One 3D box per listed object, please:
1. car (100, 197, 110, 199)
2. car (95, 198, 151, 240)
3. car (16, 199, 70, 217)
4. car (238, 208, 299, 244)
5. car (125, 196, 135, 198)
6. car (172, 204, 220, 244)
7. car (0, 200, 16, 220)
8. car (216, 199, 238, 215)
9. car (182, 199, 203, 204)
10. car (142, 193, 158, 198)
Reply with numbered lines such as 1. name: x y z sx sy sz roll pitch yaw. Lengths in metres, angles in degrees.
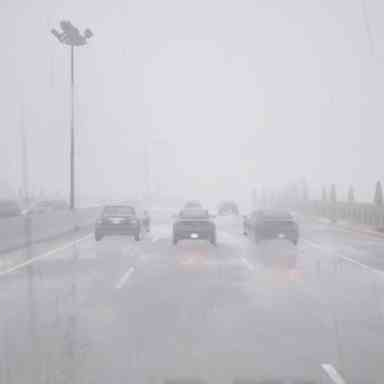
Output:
1. car: -16.230 1.598 62.253 1.994 1.385 4.181 0 0 8
2. car: -3.408 1.363 17.093 2.097 1.767 4.553 0 0 0
3. car: -10.608 1.367 24.686 2.097 1.767 4.553 0 0 0
4. car: 3.593 1.515 15.792 1.837 1.490 4.892 0 0 0
5. car: -12.239 1.565 65.185 1.812 1.442 4.674 0 0 11
6. car: 0.093 1.514 15.806 1.837 1.490 4.892 0 0 0
7. car: -14.108 1.366 23.763 2.097 1.767 4.553 0 0 0
8. car: 3.586 1.526 33.888 1.837 1.490 4.892 0 0 0
9. car: 0.086 1.526 33.889 1.837 1.490 4.892 0 0 0
10. car: -8.295 1.260 66.901 2.150 2.045 5.566 0 0 11
